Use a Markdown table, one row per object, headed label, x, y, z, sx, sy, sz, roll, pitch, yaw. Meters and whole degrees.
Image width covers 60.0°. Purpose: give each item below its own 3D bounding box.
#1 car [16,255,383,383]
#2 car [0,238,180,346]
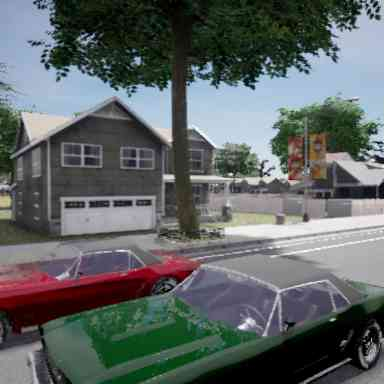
| label | x | y | z | sx | sy | sz | roll | pitch | yaw |
| --- | --- | --- | --- | --- | --- | --- | --- | --- | --- |
| car | 0.627 | 1.598 | 4.132 | 4.718 | 1.301 | 1.895 | 0 | 0 | -35 |
| car | -2.120 | 1.599 | 6.164 | 4.718 | 1.301 | 1.895 | 0 | 0 | -35 |
